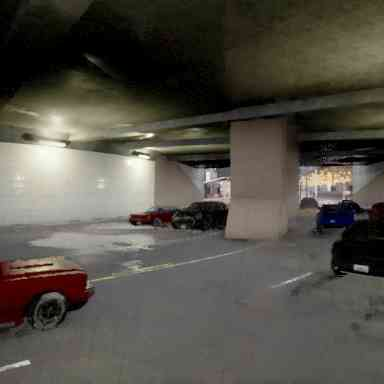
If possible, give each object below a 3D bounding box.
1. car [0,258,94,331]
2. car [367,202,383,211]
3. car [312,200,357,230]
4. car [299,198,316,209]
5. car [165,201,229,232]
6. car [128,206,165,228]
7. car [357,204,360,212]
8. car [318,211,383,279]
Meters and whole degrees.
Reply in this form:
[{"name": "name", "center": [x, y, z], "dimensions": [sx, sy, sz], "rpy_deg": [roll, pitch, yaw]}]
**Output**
[{"name": "car", "center": [-4.074, 1.601, 5.230], "dimensions": [4.718, 1.301, 1.895], "rpy_deg": [0, 0, -34]}, {"name": "car", "center": [13.878, 1.477, 23.931], "dimensions": [1.882, 1.535, 5.008], "rpy_deg": [0, 0, 20]}, {"name": "car", "center": [8.866, 1.477, 20.487], "dimensions": [1.882, 1.535, 5.008], "rpy_deg": [0, 0, 28]}, {"name": "car", "center": [15.414, 1.477, 44.100], "dimensions": [1.882, 1.535, 5.008], "rpy_deg": [0, 0, 12]}, {"name": "car", "center": [0.657, 1.352, 20.497], "dimensions": [2.097, 1.767, 4.553], "rpy_deg": [0, 0, 31]}, {"name": "car", "center": [-2.112, 1.600, 22.361], "dimensions": [1.895, 1.301, 4.718], "rpy_deg": [0, 0, 31]}, {"name": "car", "center": [17.625, 1.563, 37.909], "dimensions": [1.994, 1.385, 4.181], "rpy_deg": [0, 0, 13]}, {"name": "car", "center": [5.524, 1.505, 9.422], "dimensions": [1.837, 1.490, 4.892], "rpy_deg": [0, 0, 43]}]
